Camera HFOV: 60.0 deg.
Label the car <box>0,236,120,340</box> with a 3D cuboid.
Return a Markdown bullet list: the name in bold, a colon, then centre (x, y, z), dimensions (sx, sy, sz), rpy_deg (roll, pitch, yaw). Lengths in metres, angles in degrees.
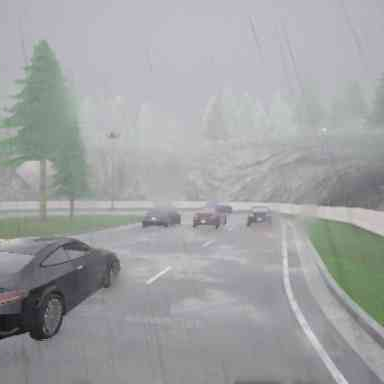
- **car**: centre (-2.939, 1.602, 6.616), dimensions (1.812, 1.442, 4.674), rpy_deg (0, -1, 6)

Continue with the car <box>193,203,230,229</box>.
- **car**: centre (1.348, 1.806, 24.314), dimensions (1.812, 1.442, 4.674), rpy_deg (0, -1, 15)

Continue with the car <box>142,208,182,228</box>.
- **car**: centre (-2.163, 1.849, 24.819), dimensions (1.994, 1.385, 4.181), rpy_deg (0, -1, 14)

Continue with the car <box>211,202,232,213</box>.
- **car**: centre (2.690, 1.935, 39.685), dimensions (1.882, 1.535, 5.008), rpy_deg (1, -1, -33)

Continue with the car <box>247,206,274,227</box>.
- **car**: centre (5.243, 1.823, 25.507), dimensions (1.812, 1.442, 4.674), rpy_deg (0, -1, 13)
